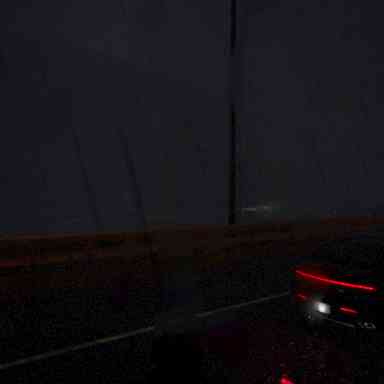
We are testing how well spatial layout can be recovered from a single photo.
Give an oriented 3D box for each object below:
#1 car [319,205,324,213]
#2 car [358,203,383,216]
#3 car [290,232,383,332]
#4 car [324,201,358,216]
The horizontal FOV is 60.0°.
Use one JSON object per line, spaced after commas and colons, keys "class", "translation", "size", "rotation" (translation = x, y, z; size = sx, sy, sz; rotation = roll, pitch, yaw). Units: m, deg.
{"class": "car", "translation": [17.594, 1.811, 40.346], "size": [5.008, 1.535, 1.882], "rotation": [1, 0, -28]}
{"class": "car", "translation": [19.679, 1.864, 33.586], "size": [5.357, 1.411, 2.033], "rotation": [1, 0, -28]}
{"class": "car", "translation": [4.029, 1.569, 6.638], "size": [4.892, 1.490, 1.837], "rotation": [0, 0, -35]}
{"class": "car", "translation": [17.440, 1.861, 36.350], "size": [5.357, 1.411, 2.033], "rotation": [1, 0, -28]}
